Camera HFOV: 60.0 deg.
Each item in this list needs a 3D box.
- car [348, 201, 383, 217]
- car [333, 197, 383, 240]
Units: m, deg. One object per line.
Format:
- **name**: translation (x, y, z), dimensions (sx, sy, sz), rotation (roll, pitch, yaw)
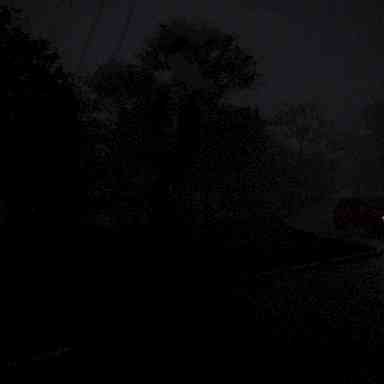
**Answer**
- **car**: translation (18.870, 1.721, 34.507), dimensions (5.357, 1.411, 2.033), rotation (0, 0, -26)
- **car**: translation (9.793, 1.312, 18.078), dimensions (2.150, 2.045, 5.566), rotation (0, 0, -4)
